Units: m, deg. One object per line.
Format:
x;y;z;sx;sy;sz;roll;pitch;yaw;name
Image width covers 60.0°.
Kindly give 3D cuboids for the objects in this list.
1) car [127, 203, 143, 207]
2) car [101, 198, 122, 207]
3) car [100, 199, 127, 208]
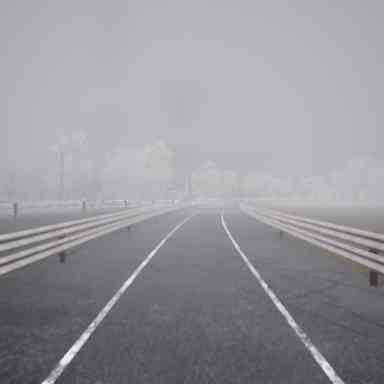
-10.553;2.104;61.197;1.895;1.301;4.718;0;-1;17;car
-16.098;2.078;66.930;1.882;1.535;5.008;0;-1;17;car
-14.504;2.038;60.240;2.033;1.411;5.357;0;-1;16;car
